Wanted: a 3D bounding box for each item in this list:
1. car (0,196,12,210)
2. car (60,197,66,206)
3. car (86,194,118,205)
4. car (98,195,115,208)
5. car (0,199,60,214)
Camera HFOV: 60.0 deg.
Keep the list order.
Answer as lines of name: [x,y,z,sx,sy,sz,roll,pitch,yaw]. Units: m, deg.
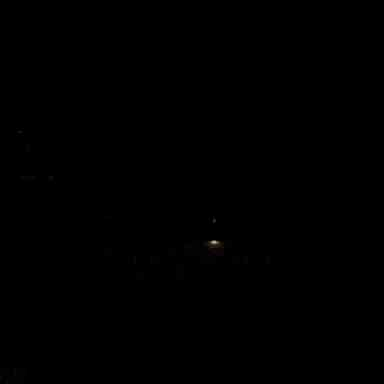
car: [-22.342,1.232,35.933,1.752,1.417,4.829,2,2,35]
car: [-16.207,1.131,44.547,2.008,1.369,4.403,2,2,35]
car: [-13.190,1.081,48.784,1.947,1.339,4.313,2,2,35]
car: [-8.959,1.243,40.030,1.802,1.307,4.206,2,2,35]
car: [-15.198,1.341,31.269,2.008,1.369,4.403,2,2,35]
